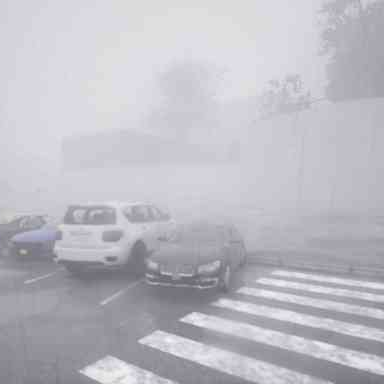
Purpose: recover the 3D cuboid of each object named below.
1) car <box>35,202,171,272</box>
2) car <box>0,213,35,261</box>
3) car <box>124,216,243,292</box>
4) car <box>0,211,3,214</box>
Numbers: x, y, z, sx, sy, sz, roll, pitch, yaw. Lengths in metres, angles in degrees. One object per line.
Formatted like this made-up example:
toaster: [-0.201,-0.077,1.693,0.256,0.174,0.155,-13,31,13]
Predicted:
car: [-2.117,1.334,11.027,2.435,2.045,5.566,-1,-1,15]
car: [-4.541,1.624,12.727,2.097,1.535,5.008,0,-1,15]
car: [0.318,1.550,9.267,2.231,1.521,4.892,0,-1,15]
car: [-6.979,1.666,14.449,2.231,1.521,4.892,-1,-1,15]
